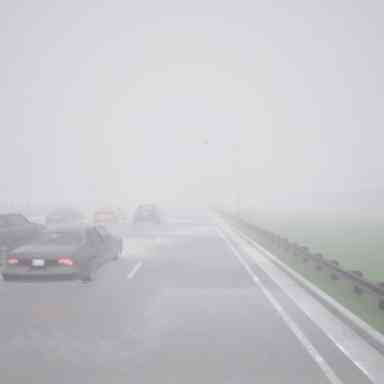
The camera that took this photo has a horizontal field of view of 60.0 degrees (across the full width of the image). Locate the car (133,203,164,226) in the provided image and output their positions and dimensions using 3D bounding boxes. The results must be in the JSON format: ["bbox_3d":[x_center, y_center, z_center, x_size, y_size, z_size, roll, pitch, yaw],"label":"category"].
[{"bbox_3d":[-3.455,1.714,27.173,2.097,1.767,4.553,0,-1,1],"label":"car"}]

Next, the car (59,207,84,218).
[{"bbox_3d":[-10.451,1.934,27.677,1.994,1.385,4.181,0,-1,1],"label":"car"}]

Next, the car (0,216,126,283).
[{"bbox_3d":[-3.479,1.684,10.083,2.033,1.411,5.357,0,-1,0],"label":"car"}]

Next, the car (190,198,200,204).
[{"bbox_3d":[1.223,2.730,94.163,1.882,1.535,5.008,0,-1,0],"label":"car"}]

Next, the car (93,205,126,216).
[{"bbox_3d":[-6.946,1.857,28.449,1.882,1.535,5.008,0,0,0],"label":"car"}]

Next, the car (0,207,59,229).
[{"bbox_3d":[-6.955,1.515,12.174,2.097,1.767,4.553,0,-1,1],"label":"car"}]
